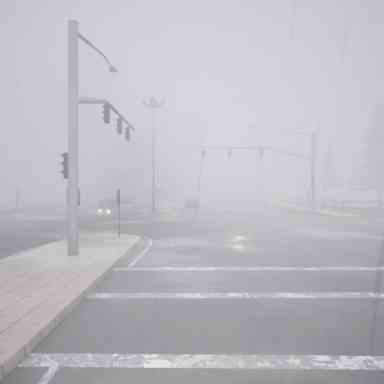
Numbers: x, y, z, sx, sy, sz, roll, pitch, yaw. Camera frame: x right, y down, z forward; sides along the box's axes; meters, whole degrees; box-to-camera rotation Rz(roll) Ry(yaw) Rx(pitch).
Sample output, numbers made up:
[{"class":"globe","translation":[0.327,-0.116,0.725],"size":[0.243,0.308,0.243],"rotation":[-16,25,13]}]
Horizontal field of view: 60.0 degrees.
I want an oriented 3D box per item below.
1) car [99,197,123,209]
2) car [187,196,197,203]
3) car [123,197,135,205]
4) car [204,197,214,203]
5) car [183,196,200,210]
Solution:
[{"class":"car","translation":[-11.642,1.491,46.709],"size":[2.128,1.511,4.902],"rotation":[0,0,0]},{"class":"car","translation":[-0.072,1.563,68.892],"size":[1.994,1.385,4.181],"rotation":[0,0,0]},{"class":"car","translation":[-11.595,1.547,60.032],"size":[2.033,1.411,5.357],"rotation":[0,0,0]},{"class":"car","translation":[3.428,1.600,68.927],"size":[1.895,1.301,4.718],"rotation":[0,0,0]},{"class":"car","translation":[-0.045,1.525,43.457],"size":[1.812,1.442,4.674],"rotation":[0,0,0]}]
